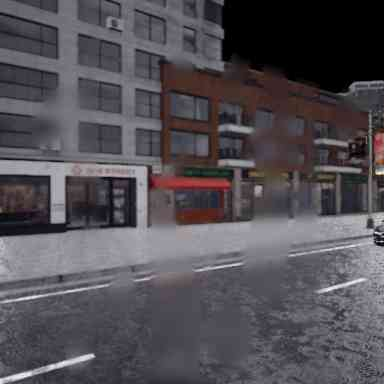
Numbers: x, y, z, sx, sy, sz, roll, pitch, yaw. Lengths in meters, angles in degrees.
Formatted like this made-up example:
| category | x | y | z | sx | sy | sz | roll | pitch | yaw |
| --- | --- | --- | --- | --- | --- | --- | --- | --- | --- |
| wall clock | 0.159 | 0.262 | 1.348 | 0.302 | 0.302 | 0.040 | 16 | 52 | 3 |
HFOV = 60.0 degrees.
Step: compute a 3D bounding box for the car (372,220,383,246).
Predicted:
| category | x | y | z | sx | sy | sz | roll | pitch | yaw |
| --- | --- | --- | --- | --- | --- | --- | --- | --- | --- |
| car | 9.893 | 1.638 | 14.739 | 4.892 | 1.490 | 1.837 | 1 | 0 | -35 |
